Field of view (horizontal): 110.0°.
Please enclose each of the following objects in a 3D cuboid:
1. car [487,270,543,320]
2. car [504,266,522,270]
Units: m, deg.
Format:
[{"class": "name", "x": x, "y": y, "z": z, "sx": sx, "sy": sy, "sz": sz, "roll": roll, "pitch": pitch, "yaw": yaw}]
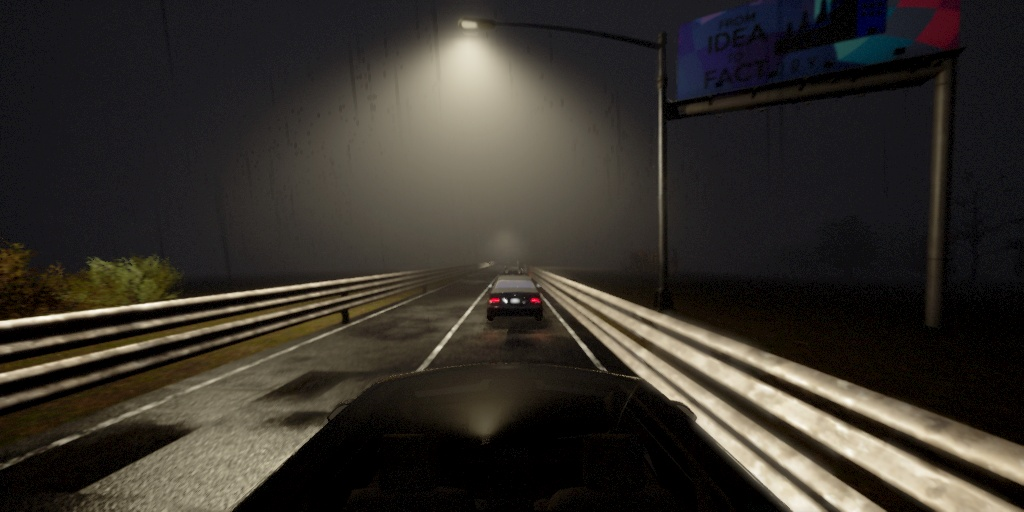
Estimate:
[{"class": "car", "x": 0.092, "y": 1.395, "z": 13.088, "sx": 2.033, "sy": 1.411, "sz": 5.357, "roll": 0, "pitch": 0, "yaw": 0}, {"class": "car", "x": 0.081, "y": 1.652, "z": 36.943, "sx": 1.895, "sy": 1.301, "sz": 4.718, "roll": 0, "pitch": 0, "yaw": 0}]
